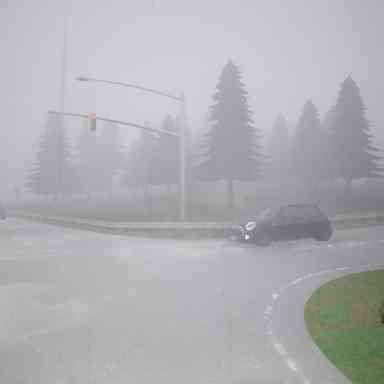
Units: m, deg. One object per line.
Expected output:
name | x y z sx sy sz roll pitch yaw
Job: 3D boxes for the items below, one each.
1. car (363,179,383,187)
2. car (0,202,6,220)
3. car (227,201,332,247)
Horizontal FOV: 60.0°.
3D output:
car | 23.119 -0.975 41.072 1.882 1.535 5.008 0 4 0
car | -16.923 1.352 27.216 2.097 1.767 4.553 0 0 -45
car | 3.837 1.317 14.749 4.553 1.767 2.097 -1 0 -20
